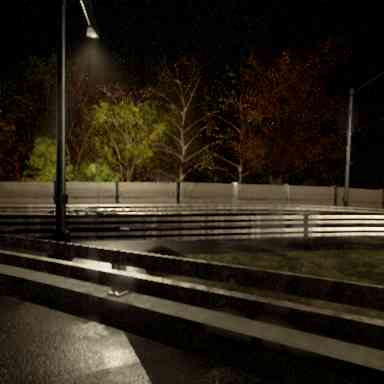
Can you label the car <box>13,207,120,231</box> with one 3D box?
[{"bbox_3d":[-5.987,1.496,16.191,4.902,1.511,2.128,-1,0,-7],"label":"car"}]
